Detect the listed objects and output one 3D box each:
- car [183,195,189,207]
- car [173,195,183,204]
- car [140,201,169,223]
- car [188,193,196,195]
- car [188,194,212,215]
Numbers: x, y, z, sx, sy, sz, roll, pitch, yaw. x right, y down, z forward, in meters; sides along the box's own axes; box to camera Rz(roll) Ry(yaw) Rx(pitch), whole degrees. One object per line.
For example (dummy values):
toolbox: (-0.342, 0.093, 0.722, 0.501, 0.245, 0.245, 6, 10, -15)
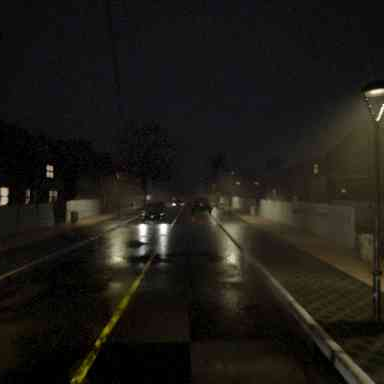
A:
car: (0.003, 1.621, 52.869, 2.033, 1.411, 5.357, 0, 0, 0)
car: (-2.748, 1.452, 67.684, 2.097, 1.767, 4.553, 0, 0, 0)
car: (-2.846, 1.535, 26.162, 1.837, 1.490, 4.892, 0, 0, 0)
car: (0.002, 1.261, 68.300, 2.150, 2.045, 5.566, 0, 0, 0)
car: (0.932, 1.363, 34.999, 2.097, 1.767, 4.553, -2, 0, 0)
